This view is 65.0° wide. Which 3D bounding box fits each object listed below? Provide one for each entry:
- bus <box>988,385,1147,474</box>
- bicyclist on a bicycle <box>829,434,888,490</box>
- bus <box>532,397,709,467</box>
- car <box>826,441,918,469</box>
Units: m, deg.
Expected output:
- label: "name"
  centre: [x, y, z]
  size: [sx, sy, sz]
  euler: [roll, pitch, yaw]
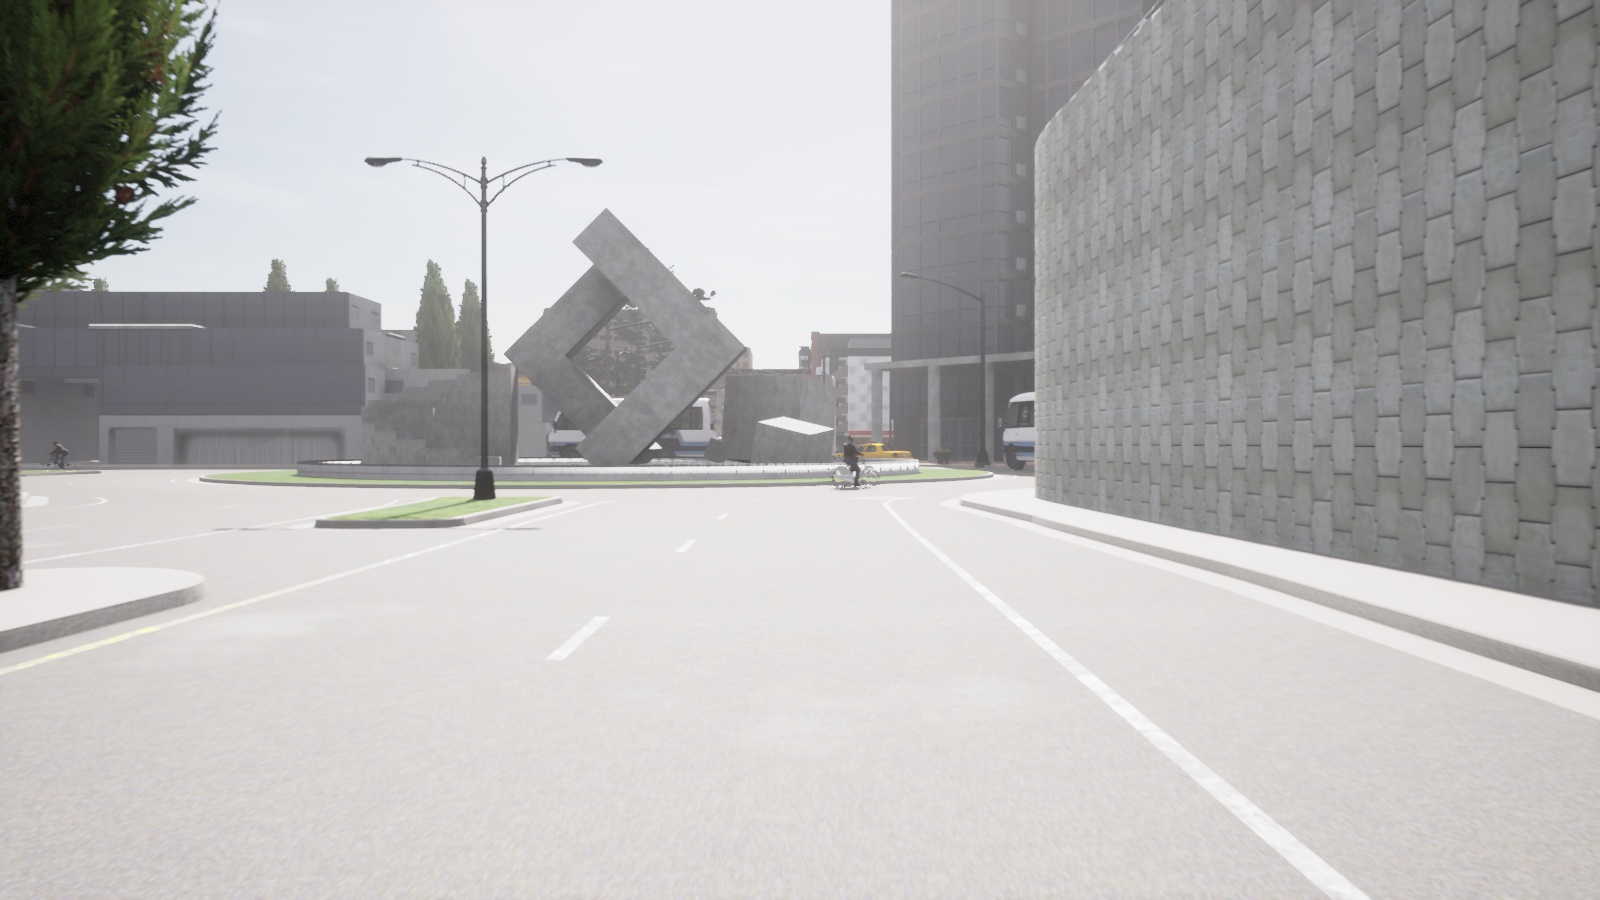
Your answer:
- label: "bus"
  centre: [13.594, -0.986, 65.160]
  size: [3.944, 4.253, 10.273]
  euler: [0, 0, -13]
- label: "bicyclist on a bicycle"
  centre: [1.904, 0.388, 40.925]
  size: [1.843, 1.776, 0.659]
  euler: [0, 0, -32]
- label: "bus"
  centre: [-10.922, -1.075, 77.348]
  size: [10.273, 4.253, 3.944]
  euler: [0, 0, 0]
- label: "car"
  centre: [4.121, 0.279, 72.626]
  size: [5.366, 1.575, 1.801]
  euler: [0, 1, 43]
